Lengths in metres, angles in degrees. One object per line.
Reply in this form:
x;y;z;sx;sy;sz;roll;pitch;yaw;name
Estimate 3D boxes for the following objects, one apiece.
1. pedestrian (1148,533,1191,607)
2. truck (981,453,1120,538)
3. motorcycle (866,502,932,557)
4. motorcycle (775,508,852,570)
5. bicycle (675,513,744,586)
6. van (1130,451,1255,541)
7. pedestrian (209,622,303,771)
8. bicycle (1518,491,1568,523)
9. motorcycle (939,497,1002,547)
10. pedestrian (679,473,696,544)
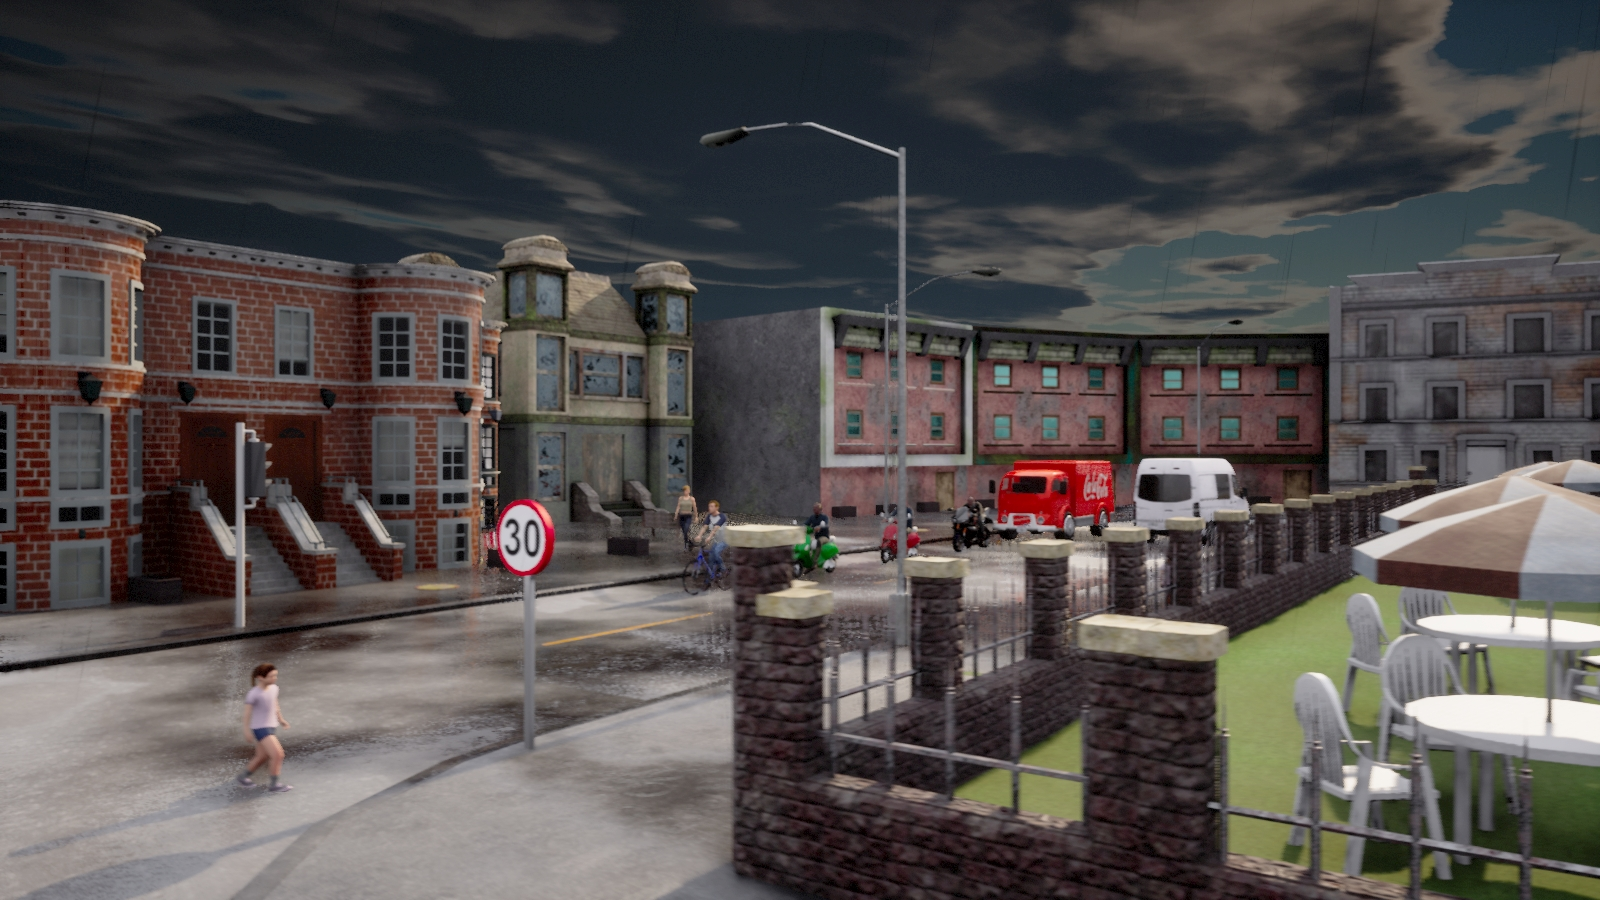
5.858;1.896;18.112;0.500;1.100;0.500;0;0;40;pedestrian
8.081;1.348;36.446;2.627;2.467;5.204;0;0;33;truck
2.499;1.962;28.598;0.856;1.236;1.805;0;0;35;motorcycle
0.325;1.962;25.502;0.856;1.236;1.805;0;0;35;motorcycle
-1.767;1.936;22.514;0.373;1.296;1.643;0;0;35;bicycle
12.273;1.315;35.459;1.988;2.561;5.915;0;0;36;van
-4.474;2.008;9.409;0.500;1.100;0.500;0;0;10;pedestrian
26.635;2.036;40.950;1.487;1.080;0.859;0;0;34;bicycle
4.800;1.985;31.993;0.867;1.251;2.209;0;0;35;motorcycle
-2.946;1.525;29.980;0.375;1.860;0.375;0;0;9;pedestrian
